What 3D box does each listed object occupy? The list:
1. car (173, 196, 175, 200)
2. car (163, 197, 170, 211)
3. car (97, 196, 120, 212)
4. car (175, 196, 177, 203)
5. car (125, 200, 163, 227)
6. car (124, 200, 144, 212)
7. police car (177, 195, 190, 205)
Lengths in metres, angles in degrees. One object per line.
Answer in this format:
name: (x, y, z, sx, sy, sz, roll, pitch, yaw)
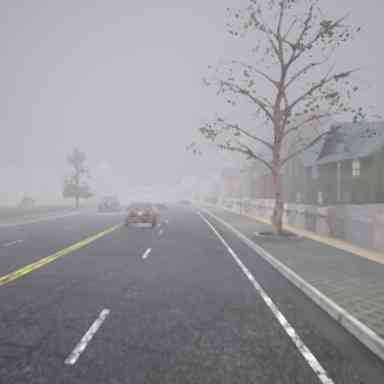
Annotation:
car: (-2.917, 1.782, 84.277, 2.150, 2.045, 5.566, 0, 0, -5)
car: (-4.320, 1.814, 45.694, 1.812, 1.442, 4.674, 0, 0, -3)
car: (-10.929, 1.510, 44.187, 2.150, 2.045, 5.566, 0, 0, -3)
car: (-2.377, 1.863, 78.202, 2.097, 1.767, 4.553, 0, 0, -5)
car: (-3.509, 1.499, 24.200, 2.097, 1.767, 4.553, 0, 0, -1)
car: (-7.689, 1.835, 44.558, 2.033, 1.411, 5.357, 0, 0, -3)
police car: (-1.581, 1.865, 68.307, 1.930, 1.638, 5.238, 0, 0, -4)
